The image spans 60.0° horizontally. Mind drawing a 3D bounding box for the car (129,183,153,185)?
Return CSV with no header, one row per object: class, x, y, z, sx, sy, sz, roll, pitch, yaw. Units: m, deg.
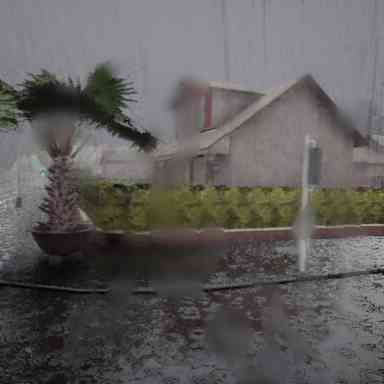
car,-4.496,0.009,25.913,3.633,1.501,1.845,1,2,-24
